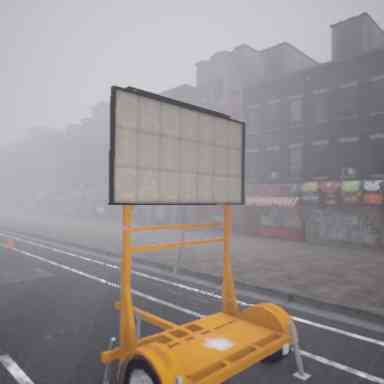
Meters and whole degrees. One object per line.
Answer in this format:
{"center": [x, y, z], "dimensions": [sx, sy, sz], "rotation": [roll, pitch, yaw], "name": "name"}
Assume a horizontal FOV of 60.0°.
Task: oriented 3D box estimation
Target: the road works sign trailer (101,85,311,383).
{"center": [-0.222, 0.578, 4.597], "dimensions": [2.380, 3.560, 2.880], "rotation": [2, -2, -44], "name": "road works sign trailer"}

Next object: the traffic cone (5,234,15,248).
{"center": [-8.193, 2.208, 14.973], "dimensions": [0.340, 0.580, 0.340], "rotation": [2, -2, -44], "name": "traffic cone"}
